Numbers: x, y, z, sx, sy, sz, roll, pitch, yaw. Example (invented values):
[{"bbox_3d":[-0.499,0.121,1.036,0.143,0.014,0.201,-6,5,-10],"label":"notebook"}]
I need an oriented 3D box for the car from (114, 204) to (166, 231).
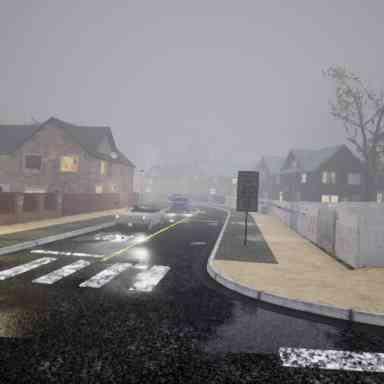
[{"bbox_3d":[-2.940,1.404,19.584,1.895,1.301,4.718,3,0,8],"label":"car"}]

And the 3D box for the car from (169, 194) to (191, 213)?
[{"bbox_3d":[-1.128,1.268,34.969,1.882,1.535,5.008,3,0,3],"label":"car"}]
